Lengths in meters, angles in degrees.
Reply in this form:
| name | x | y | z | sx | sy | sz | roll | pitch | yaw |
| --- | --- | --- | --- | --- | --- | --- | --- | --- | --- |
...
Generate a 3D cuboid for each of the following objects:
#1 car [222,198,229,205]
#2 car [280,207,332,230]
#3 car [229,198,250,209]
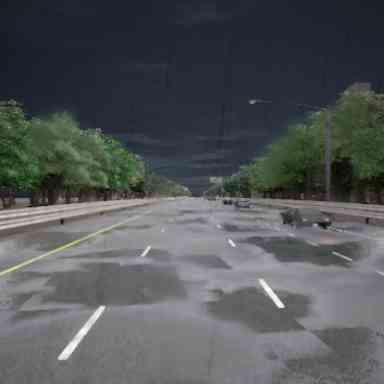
| name | x | y | z | sx | sy | sz | roll | pitch | yaw |
| --- | --- | --- | --- | --- | --- | --- | --- | --- | --- |
| car | 7.266 | 1.951 | 68.499 | 1.882 | 1.535 | 5.008 | 0 | -1 | 0 |
| car | 7.027 | 1.626 | 21.147 | 1.895 | 1.301 | 4.718 | 0 | 0 | 0 |
| car | 7.133 | 1.709 | 48.149 | 2.128 | 1.511 | 4.902 | 0 | -1 | 0 |
